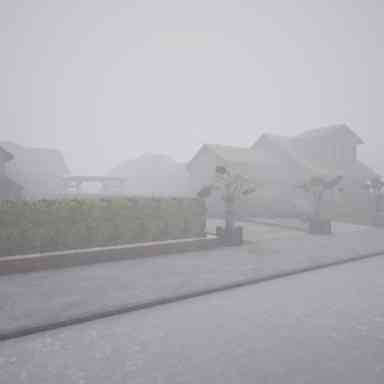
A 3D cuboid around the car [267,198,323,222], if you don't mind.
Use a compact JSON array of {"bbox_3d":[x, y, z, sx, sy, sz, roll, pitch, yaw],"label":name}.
[{"bbox_3d":[6.915,1.172,22.389,1.845,1.501,3.633,0,0,-38],"label":"car"}]
